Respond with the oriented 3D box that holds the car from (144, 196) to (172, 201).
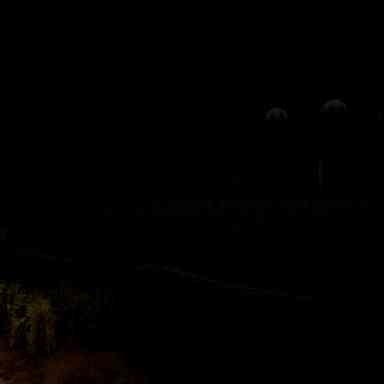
[{"bbox_3d":[-5.214,1.330,50.189,1.895,1.301,4.718,1,0,37],"label":"car"}]
